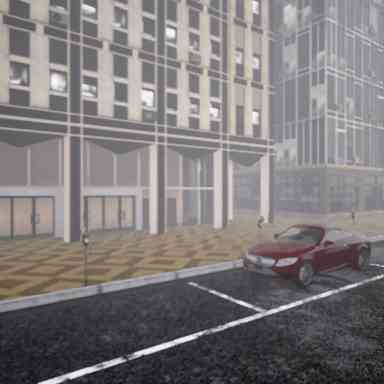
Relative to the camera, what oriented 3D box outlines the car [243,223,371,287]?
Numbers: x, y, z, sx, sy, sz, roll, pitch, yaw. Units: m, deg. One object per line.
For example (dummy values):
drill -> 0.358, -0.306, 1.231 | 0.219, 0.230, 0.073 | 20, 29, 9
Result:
car -> 3.278, 1.524, 9.070 | 4.206, 1.307, 1.802 | -1, 1, -35
